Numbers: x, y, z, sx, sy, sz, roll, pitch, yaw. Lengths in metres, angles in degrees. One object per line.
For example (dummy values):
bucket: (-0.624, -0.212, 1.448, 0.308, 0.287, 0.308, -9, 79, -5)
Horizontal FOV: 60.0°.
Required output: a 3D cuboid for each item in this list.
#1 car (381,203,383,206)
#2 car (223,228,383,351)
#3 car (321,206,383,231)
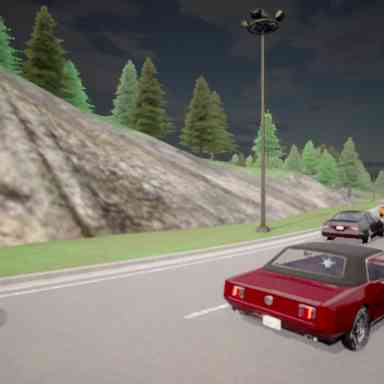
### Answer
car: (19.447, 1.494, 32.069, 2.097, 1.767, 4.553, 0, 0, 34)
car: (2.855, 1.632, 6.326, 4.718, 1.301, 1.895, 0, 0, -41)
car: (8.136, 1.624, 16.468, 2.033, 1.411, 5.357, 0, 0, 41)
